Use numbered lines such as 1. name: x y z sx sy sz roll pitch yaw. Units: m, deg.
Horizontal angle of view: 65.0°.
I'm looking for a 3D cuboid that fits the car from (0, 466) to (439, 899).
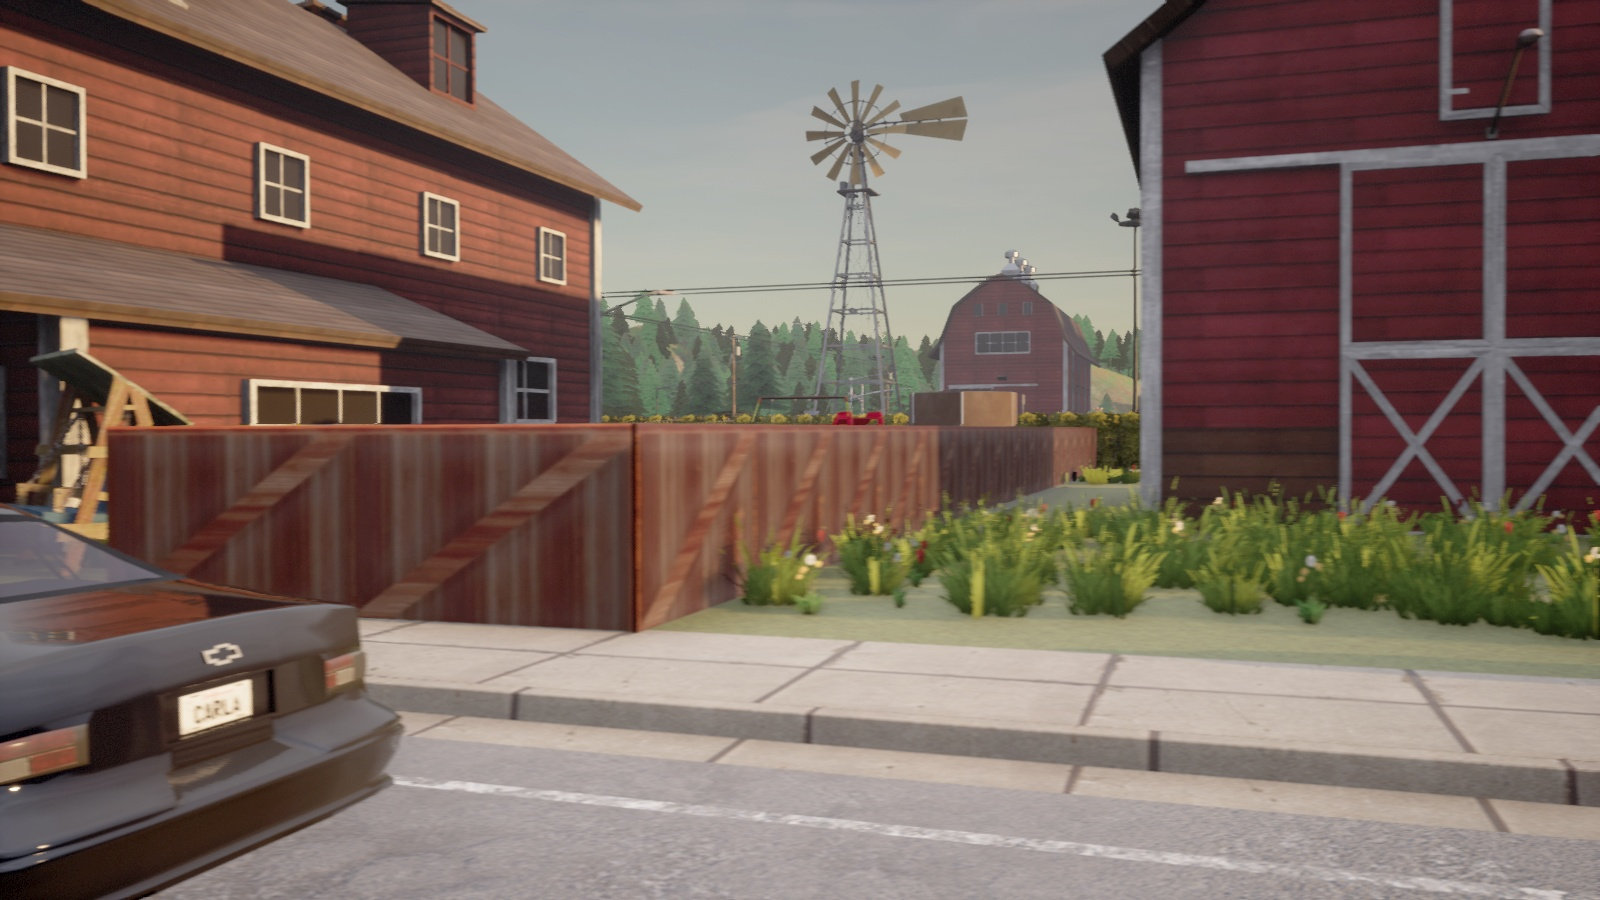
1. car: -4.221 0.784 4.614 5.357 1.411 2.033 1 1 19
